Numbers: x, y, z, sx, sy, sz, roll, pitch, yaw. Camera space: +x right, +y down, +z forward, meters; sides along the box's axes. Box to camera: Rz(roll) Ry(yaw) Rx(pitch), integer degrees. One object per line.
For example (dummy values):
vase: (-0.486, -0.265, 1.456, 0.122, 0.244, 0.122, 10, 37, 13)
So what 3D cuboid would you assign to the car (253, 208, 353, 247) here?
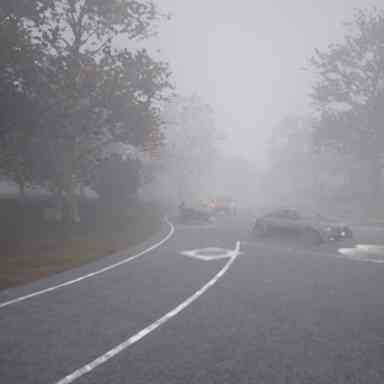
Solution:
car: (4.628, 1.420, 14.381, 1.994, 1.385, 4.181, -1, 1, -36)

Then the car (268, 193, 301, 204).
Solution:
car: (13.264, 0.877, 47.758, 4.902, 1.511, 2.128, -1, 1, -19)

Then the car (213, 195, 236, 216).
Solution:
car: (2.829, 1.100, 29.436, 2.097, 1.767, 4.553, 0, 1, 9)

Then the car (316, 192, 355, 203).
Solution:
car: (19.809, 0.783, 45.963, 5.008, 1.535, 1.882, 0, 0, 1)

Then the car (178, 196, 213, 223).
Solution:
car: (-0.001, 1.307, 24.382, 1.882, 1.535, 5.008, -1, 0, -6)

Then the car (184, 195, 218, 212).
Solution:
car: (1.061, 1.197, 35.420, 1.882, 1.535, 5.008, -1, 1, 23)
